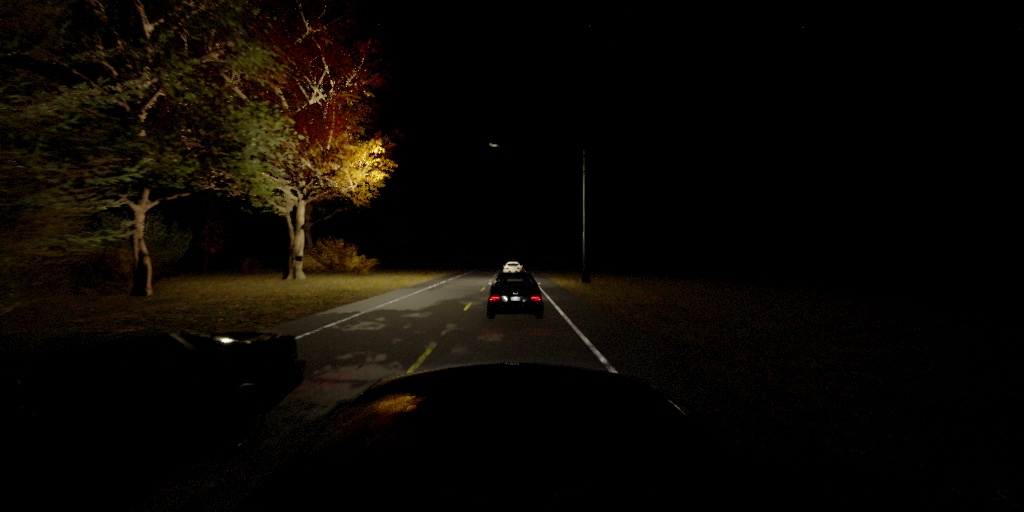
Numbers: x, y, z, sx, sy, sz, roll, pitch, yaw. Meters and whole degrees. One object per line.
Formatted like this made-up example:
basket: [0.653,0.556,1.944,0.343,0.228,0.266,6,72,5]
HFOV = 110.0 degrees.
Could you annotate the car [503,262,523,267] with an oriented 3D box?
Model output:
car: [0.092,1.289,34.818,1.812,1.442,4.674,0,0,0]

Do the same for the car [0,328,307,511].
car: [-3.600,1.297,2.318,2.033,1.411,5.357,0,0,0]

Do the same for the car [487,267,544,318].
car: [0.097,1.301,13.019,2.033,1.411,5.357,0,0,0]
